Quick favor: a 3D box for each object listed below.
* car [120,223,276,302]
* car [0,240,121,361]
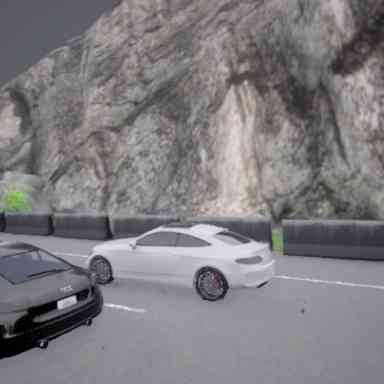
[{"bbox_3d":[-0.387,1.484,7.988,4.674,1.442,1.812,0,0,27],"label":"car"},{"bbox_3d":[-3.576,1.573,5.681,4.181,1.385,1.994,-1,0,27],"label":"car"}]
